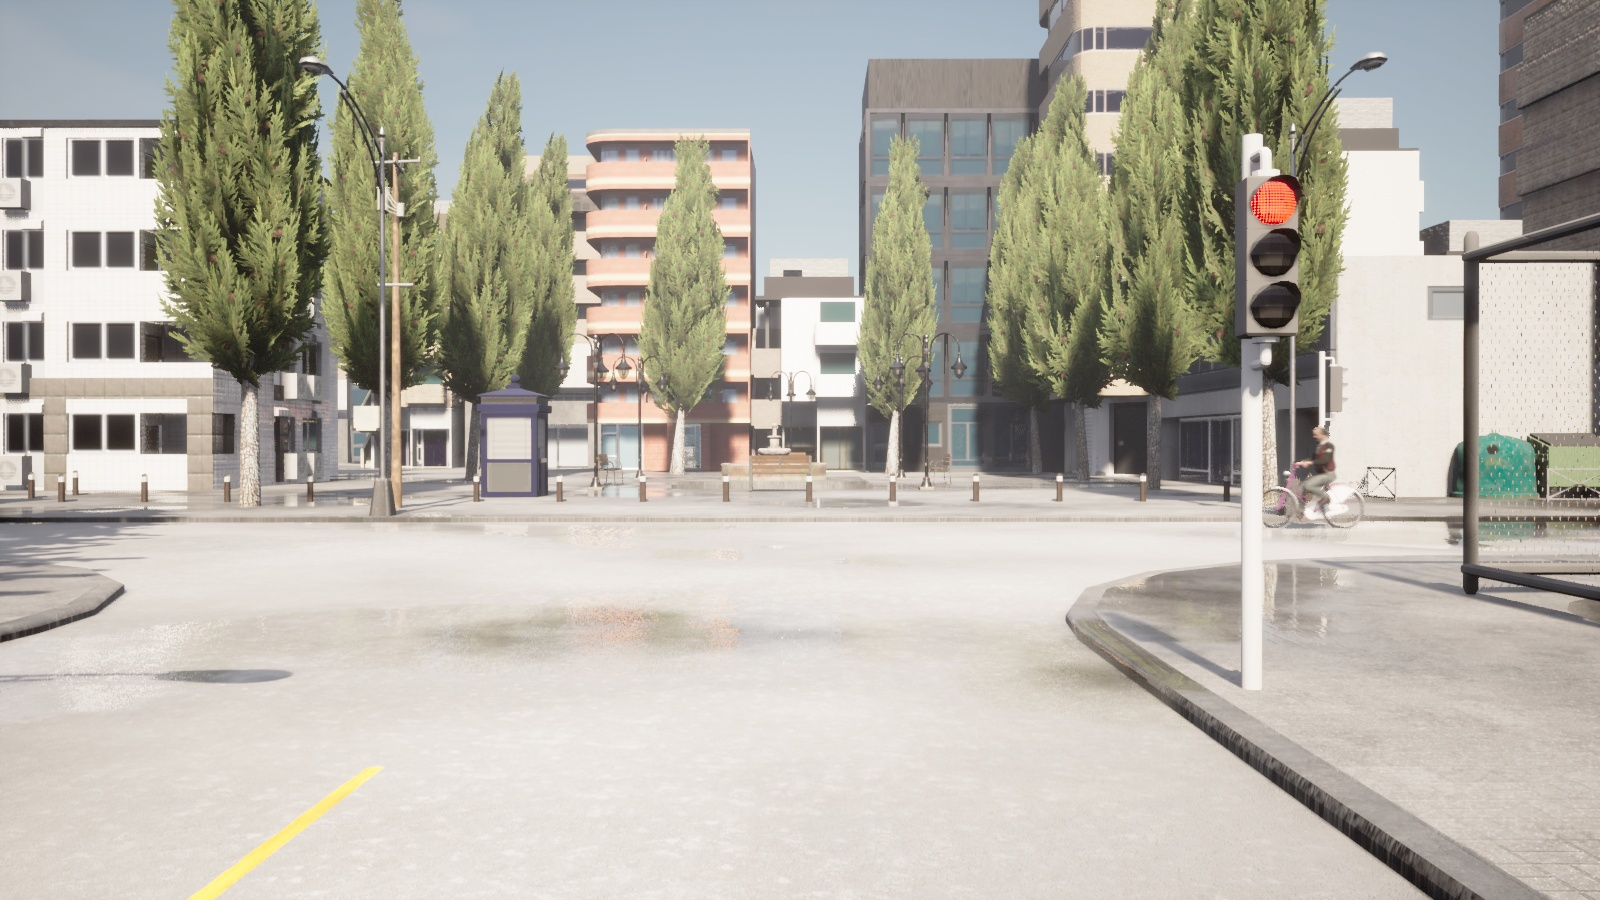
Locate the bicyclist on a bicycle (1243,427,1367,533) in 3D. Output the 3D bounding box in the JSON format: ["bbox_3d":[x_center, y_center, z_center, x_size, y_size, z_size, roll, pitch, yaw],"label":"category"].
[{"bbox_3d":[8.645,0.502,21.532,1.843,1.776,0.659,0,0,0],"label":"bicyclist on a bicycle"}]
